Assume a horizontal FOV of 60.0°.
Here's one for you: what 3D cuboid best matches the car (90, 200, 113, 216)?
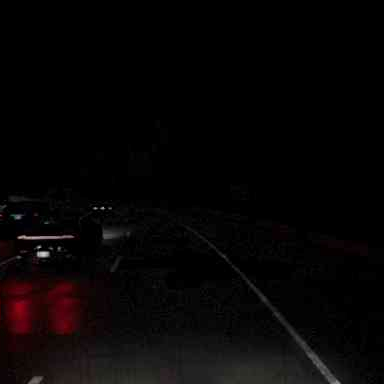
[{"bbox_3d":[-8.202,1.413,30.231,2.033,1.411,5.357,0,0,-17],"label":"car"}]

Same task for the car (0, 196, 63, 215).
[{"bbox_3d":[-8.917,1.276,18.433,2.097,1.767,4.553,0,0,-10],"label":"car"}]

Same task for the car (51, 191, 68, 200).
[{"bbox_3d":[-30.768,0.898,76.970,2.150,2.045,5.566,0,0,-45],"label":"car"}]

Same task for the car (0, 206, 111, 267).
[{"bbox_3d":[-4.286,1.442,11.350,2.128,1.511,4.902,0,0,-7],"label":"car"}]
